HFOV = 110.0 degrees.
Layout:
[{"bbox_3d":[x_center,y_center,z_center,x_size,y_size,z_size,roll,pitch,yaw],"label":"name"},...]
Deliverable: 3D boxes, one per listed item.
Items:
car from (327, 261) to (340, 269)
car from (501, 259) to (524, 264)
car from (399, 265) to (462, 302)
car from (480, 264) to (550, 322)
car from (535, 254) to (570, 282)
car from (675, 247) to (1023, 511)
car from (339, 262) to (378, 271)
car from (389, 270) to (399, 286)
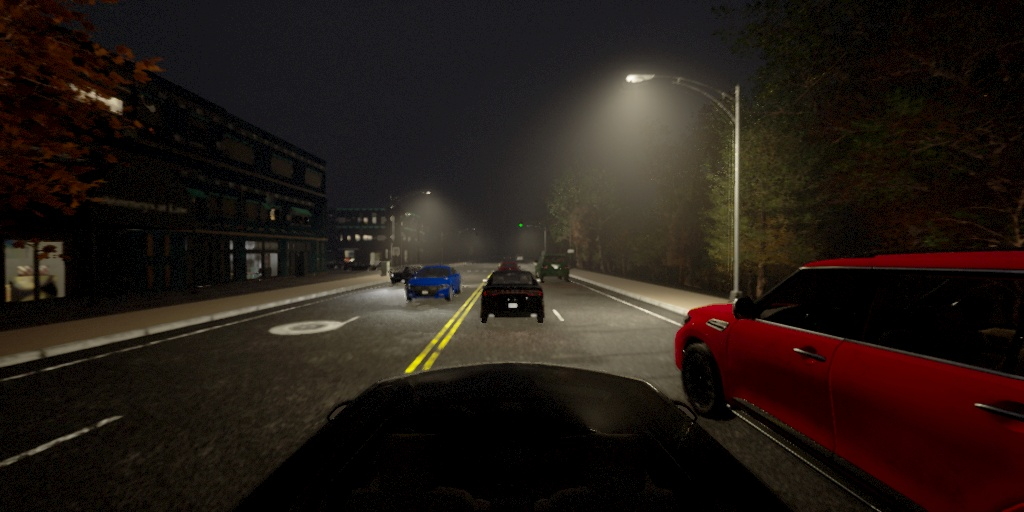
[{"bbox_3d":[-28.980,1.411,57.173,4.403,1.370,2.007,0,0,-1],"label":"car"},{"bbox_3d":[-0.221,1.193,28.924,1.812,1.442,4.674,0,0,-1],"label":"car"},{"bbox_3d":[-3.510,1.183,16.843,1.882,1.535,5.008,0,0,-1],"label":"car"},{"bbox_3d":[-0.005,1.196,12.166,1.882,1.535,5.008,0,0,-1],"label":"car"},{"bbox_3d":[3.047,0.890,27.772,2.150,2.045,5.566,0,0,-1],"label":"car"},{"bbox_3d":[3.347,0.967,2.670,2.150,2.045,5.566,0,0,0],"label":"car"},{"bbox_3d":[-20.534,1.435,48.773,4.313,1.339,1.948,0,0,-1],"label":"car"},{"bbox_3d":[-6.860,1.284,24.773,1.895,1.301,4.718,0,0,-1],"label":"car"}]
